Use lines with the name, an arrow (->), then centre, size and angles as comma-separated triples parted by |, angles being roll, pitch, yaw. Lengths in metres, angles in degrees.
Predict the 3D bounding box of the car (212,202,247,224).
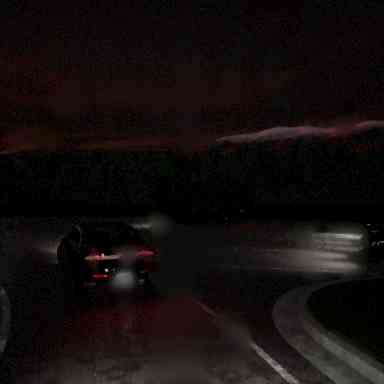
car -> 2.013, 1.553, 26.521 | 4.553, 1.767, 2.097 | 0, 0, 14

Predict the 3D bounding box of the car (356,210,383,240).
car -> 10.944, 1.667, 17.113 | 4.181, 1.385, 1.994 | 0, 0, 14

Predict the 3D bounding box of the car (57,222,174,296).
car -> -2.486, 1.570, 9.051 | 2.128, 1.511, 4.902 | 0, 0, -26

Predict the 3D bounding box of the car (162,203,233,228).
car -> 0.221, 1.707, 23.344 | 4.674, 1.442, 1.812 | 0, 0, 14

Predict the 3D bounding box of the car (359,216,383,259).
car -> 7.959, 1.587, 10.634 | 4.674, 1.442, 1.812 | 0, 0, 14
